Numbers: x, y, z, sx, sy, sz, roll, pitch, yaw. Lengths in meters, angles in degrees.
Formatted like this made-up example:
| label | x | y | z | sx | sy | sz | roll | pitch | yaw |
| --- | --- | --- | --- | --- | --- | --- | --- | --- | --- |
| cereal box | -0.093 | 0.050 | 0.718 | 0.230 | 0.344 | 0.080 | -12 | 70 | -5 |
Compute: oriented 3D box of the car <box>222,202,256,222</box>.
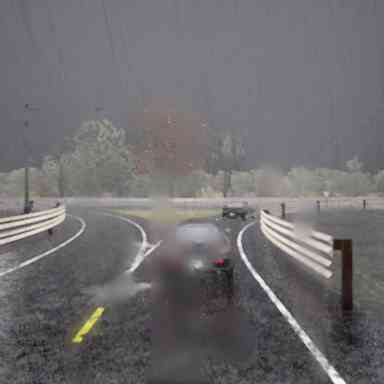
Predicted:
| label | x | y | z | sx | sy | sz | roll | pitch | yaw |
| --- | --- | --- | --- | --- | --- | --- | --- | --- | --- |
| car | 3.967 | 1.543 | 27.431 | 1.882 | 1.535 | 5.008 | 0 | 0 | 23 |

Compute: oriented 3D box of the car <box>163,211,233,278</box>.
| label | x | y | z | sx | sy | sz | roll | pitch | yaw |
| --- | --- | --- | --- | --- | --- | --- | --- | --- | --- |
| car | 0.226 | 1.550 | 10.153 | 1.812 | 1.442 | 4.674 | 0 | 0 | 2 |
